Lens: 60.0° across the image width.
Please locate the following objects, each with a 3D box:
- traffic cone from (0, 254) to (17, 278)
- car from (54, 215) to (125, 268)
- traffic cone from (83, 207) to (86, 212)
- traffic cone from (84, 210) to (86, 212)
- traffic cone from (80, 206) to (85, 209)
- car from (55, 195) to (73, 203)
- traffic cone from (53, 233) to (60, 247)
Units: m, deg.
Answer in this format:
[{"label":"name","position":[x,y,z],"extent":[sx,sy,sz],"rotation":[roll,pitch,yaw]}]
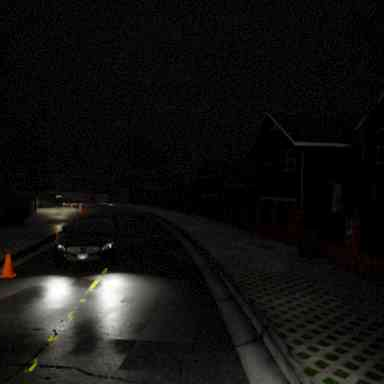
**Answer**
[{"label":"traffic cone","position":[-4.960,1.982,8.994],"extent":[0.340,0.580,0.340],"rotation":[0,0,-6]},{"label":"car","position":[-3.380,1.552,11.652],"extent":[1.812,1.442,4.674],"rotation":[0,0,-8]},{"label":"traffic cone","position":[-10.321,1.930,32.761],"extent":[0.340,0.580,0.340],"rotation":[0,0,-19]},{"label":"traffic cone","position":[-8.807,1.956,28.118],"extent":[0.340,0.580,0.340],"rotation":[0,0,-17]},{"label":"traffic cone","position":[-12.051,1.896,37.327],"extent":[0.340,0.580,0.340],"rotation":[0,1,-22]},{"label":"car","position":[-23.346,1.247,60.698],"extent":[2.128,1.511,4.902],"rotation":[-1,1,-42]},{"label":"traffic cone","position":[-5.585,1.987,13.838],"extent":[0.340,0.580,0.340],"rotation":[0,0,-9]}]
